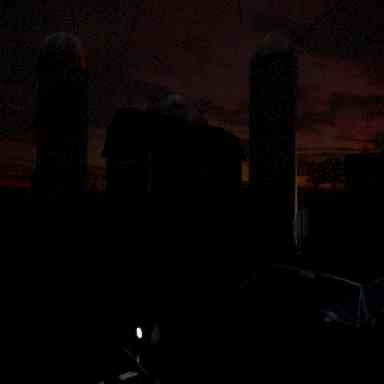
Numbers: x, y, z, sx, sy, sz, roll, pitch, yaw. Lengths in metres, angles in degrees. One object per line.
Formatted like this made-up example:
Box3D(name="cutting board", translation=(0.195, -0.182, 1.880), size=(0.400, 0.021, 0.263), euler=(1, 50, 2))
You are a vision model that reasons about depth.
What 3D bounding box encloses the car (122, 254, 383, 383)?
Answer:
Box3D(name="car", translation=(1.565, 1.601, 4.316), size=(4.718, 1.301, 1.895), euler=(0, 0, -37))
